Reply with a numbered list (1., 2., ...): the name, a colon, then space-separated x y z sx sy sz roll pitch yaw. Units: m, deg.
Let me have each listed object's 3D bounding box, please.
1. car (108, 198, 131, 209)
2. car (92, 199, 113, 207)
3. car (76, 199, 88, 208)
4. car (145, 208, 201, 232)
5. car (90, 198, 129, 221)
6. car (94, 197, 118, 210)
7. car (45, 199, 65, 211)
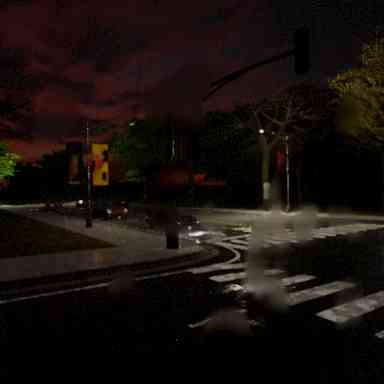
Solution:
1. car: -11.906 1.840 54.516 1.837 1.490 4.892 -2 0 -35
2. car: -16.421 1.960 60.941 2.033 1.411 5.357 -2 0 -35
3. car: -19.084 2.033 59.079 2.033 1.411 5.357 -2 0 -35
4. car: -1.447 1.791 22.425 2.033 1.411 5.357 -2 0 -29
5. car: -7.734 1.702 31.316 2.097 1.767 4.553 -2 0 -35
6. car: -13.230 1.737 50.763 2.097 1.767 4.553 -2 0 -35
7. car: -20.465 1.916 49.685 2.097 1.767 4.553 -2 0 -35
